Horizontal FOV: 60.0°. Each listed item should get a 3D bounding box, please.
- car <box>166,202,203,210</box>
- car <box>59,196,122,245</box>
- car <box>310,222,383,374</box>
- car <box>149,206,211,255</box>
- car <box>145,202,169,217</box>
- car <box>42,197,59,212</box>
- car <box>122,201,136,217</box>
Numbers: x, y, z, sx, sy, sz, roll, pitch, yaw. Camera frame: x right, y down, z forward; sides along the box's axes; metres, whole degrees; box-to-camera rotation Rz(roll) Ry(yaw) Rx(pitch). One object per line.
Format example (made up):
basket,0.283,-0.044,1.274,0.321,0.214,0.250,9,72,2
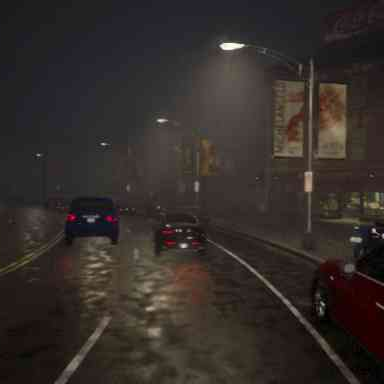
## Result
car,-0.244,1.677,24.421,1.895,1.301,4.718,1,0,-18
car,-4.549,1.190,15.602,2.150,2.045,5.566,1,0,-13
car,3.239,1.429,4.433,2.097,1.767,4.553,1,0,2
car,-0.647,1.540,13.507,1.837,1.490,4.892,2,0,-9
car,-2.682,1.573,29.607,2.002,1.452,4.674,1,0,-28
car,-14.691,1.350,35.902,1.837,1.490,4.892,2,-1,-39
car,-6.917,1.524,31.007,2.033,1.411,5.357,1,0,-30
